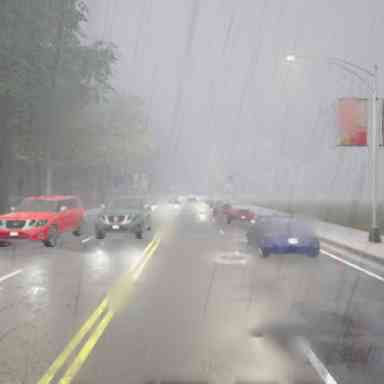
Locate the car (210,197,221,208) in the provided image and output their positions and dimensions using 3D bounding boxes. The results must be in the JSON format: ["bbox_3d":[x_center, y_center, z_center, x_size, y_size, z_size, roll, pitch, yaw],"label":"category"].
[{"bbox_3d":[3.267,1.493,34.688,1.994,1.385,4.181,0,0,0],"label":"car"}]

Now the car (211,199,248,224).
[{"bbox_3d":[3.011,1.476,24.227,1.812,1.442,4.674,0,0,-10],"label":"car"}]

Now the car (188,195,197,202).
[{"bbox_3d":[0.033,1.437,70.114,1.895,1.301,4.718,0,0,0],"label":"car"}]

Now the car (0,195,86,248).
[{"bbox_3d":[-6.588,1.192,15.072,2.150,2.045,5.566,0,0,0],"label":"car"}]

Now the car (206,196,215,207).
[{"bbox_3d":[3.272,1.435,45.689,1.812,1.442,4.674,0,0,0],"label":"car"}]

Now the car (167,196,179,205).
[{"bbox_3d":[-3.251,1.385,57.792,2.128,1.511,4.902,0,0,1],"label":"car"}]

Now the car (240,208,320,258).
[{"bbox_3d":[3.257,1.538,12.688,1.994,1.385,4.181,0,0,0],"label":"car"}]

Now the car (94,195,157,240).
[{"bbox_3d":[-3.340,1.189,17.297,2.150,2.045,5.566,0,0,0],"label":"car"}]

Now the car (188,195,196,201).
[{"bbox_3d":[0.039,1.378,83.586,1.812,1.442,4.674,0,0,0],"label":"car"}]

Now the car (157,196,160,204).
[{"bbox_3d":[-6.516,1.387,55.794,2.128,1.511,4.902,0,0,1],"label":"car"}]
